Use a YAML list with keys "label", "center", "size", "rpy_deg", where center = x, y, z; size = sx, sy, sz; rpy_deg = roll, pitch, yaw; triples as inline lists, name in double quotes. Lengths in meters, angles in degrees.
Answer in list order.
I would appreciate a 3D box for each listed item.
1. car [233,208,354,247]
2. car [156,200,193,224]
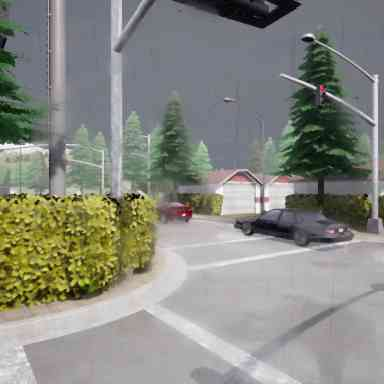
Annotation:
- label: "car"
  center: [4.253, 1.422, 14.783]
  size: [2.033, 1.411, 5.357]
  rpy_deg: [0, 2, -35]
- label: "car"
  center: [-1.943, 1.305, 23.378]
  size: [1.882, 1.535, 5.008]
  rpy_deg: [-1, 1, -35]
